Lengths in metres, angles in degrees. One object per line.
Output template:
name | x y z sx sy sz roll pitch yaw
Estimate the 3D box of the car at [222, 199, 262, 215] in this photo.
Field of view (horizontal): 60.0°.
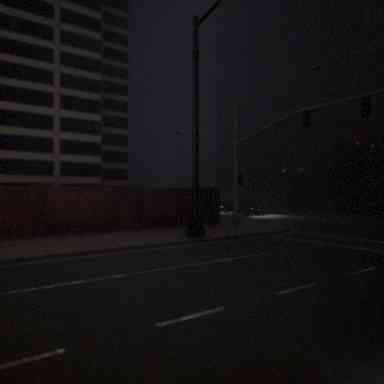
car | 5.120 1.537 34.599 1.837 1.490 4.892 0 0 -36
